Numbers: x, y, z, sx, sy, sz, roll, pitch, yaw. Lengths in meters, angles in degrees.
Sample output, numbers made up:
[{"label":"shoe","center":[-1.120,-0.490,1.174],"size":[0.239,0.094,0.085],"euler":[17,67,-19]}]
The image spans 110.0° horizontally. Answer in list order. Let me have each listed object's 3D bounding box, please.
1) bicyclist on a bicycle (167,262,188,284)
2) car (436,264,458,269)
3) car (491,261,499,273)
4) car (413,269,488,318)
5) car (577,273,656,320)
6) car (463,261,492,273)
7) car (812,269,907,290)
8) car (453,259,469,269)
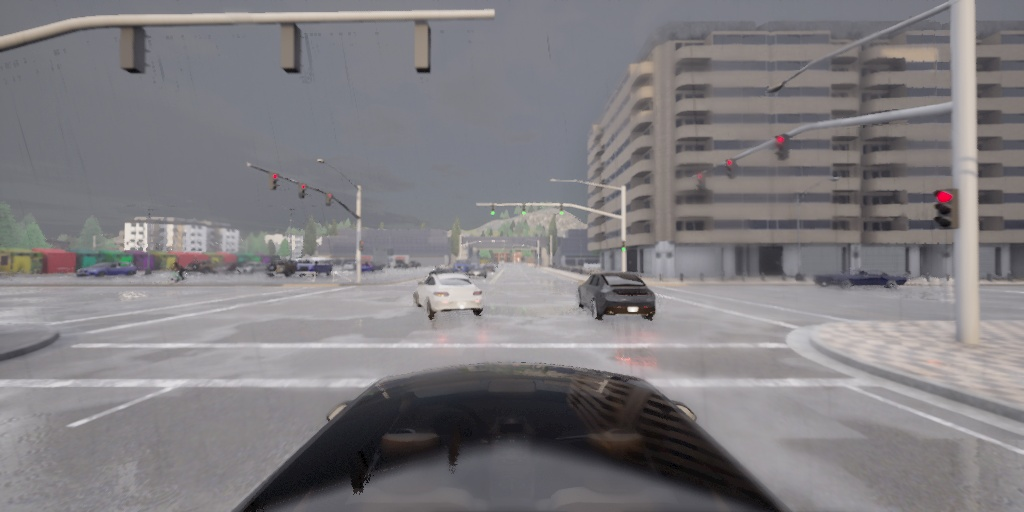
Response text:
[{"label":"bicyclist on a bicycle","center":[-25.327,1.270,27.174],"size":[0.582,1.620,1.656],"euler":[0,0,0]},{"label":"car","center":[-7.089,1.725,36.725],"size":[1.895,1.301,4.718],"euler":[0,-1,0]},{"label":"car","center":[-3.537,1.873,55.512],"size":[2.033,1.411,5.357],"euler":[0,-1,1]},{"label":"car","center":[-2.458,1.371,13.447],"size":[1.812,1.442,4.674],"euler":[1,-1,-22]},{"label":"car","center":[3.599,1.346,13.078],"size":[1.837,1.490,4.892],"euler":[0,0,0]},{"label":"car","center":[-3.595,1.634,38.455],"size":[2.128,1.511,4.902],"euler":[0,-1,-1]},{"label":"car","center":[22.971,1.532,23.846],"size":[4.718,1.301,1.895],"euler":[0,-1,0]},{"label":"car","center":[-7.070,1.493,50.758],"size":[2.150,2.045,5.566],"euler":[0,0,0]}]
